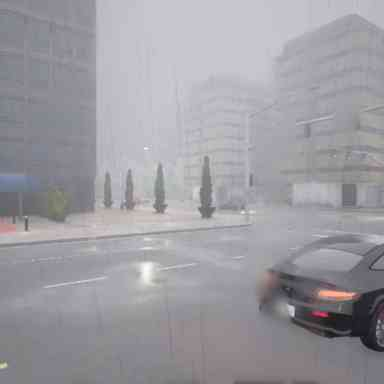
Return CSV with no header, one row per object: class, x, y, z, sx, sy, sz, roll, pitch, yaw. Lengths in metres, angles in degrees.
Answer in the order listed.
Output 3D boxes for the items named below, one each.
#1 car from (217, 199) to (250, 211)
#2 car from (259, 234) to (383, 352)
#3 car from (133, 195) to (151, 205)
car,4.958,1.564,39.895,1.994,1.385,4.181,0,0,-35
car,3.247,1.526,6.136,4.674,1.442,1.812,0,0,-35
car,-9.129,1.352,60.049,2.097,1.767,4.553,0,0,-35
